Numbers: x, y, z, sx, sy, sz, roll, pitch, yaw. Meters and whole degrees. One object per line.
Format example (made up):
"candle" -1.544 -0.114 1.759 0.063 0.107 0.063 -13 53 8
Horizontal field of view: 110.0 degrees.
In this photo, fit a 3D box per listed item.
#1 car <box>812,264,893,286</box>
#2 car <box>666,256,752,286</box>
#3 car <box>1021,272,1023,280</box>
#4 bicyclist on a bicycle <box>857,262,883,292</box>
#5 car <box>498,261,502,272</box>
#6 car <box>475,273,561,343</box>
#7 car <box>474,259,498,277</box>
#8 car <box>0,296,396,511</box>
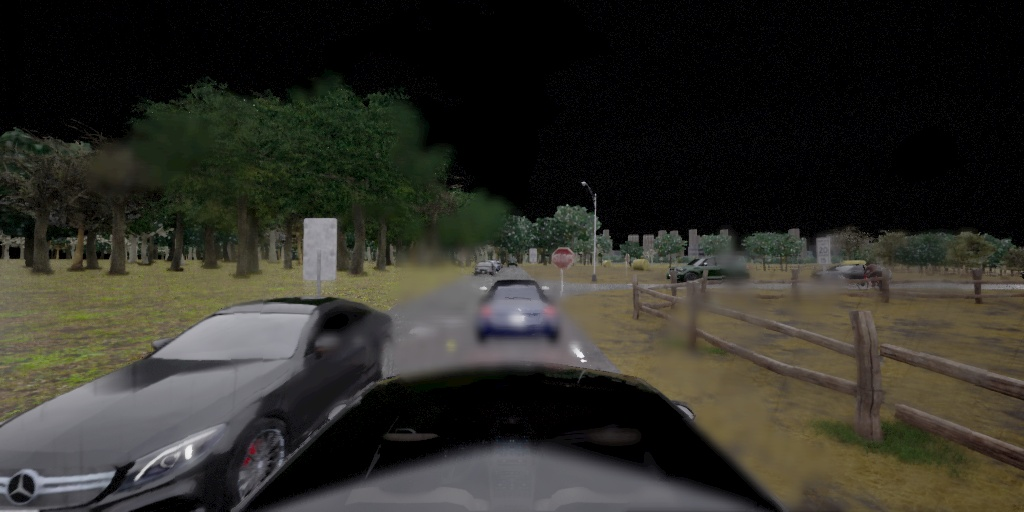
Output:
"car" 24.463 1.364 25.854 4.892 1.490 1.837 0 -2 -1
"car" 14.126 1.067 25.819 5.566 2.045 2.150 0 -2 -1
"car" 40.656 1.109 25.858 5.566 2.045 2.150 1 -2 0
"bicyclist on a bicycle" 19.931 1.169 19.864 0.582 1.620 1.656 0 0 0
"car" -2.790 1.248 48.303 2.097 1.767 4.553 0 0 0
"car" 0.114 1.322 9.663 1.994 1.385 4.181 0 0 -1
"car" -2.805 1.336 37.361 1.837 1.490 4.892 0 -1 0
"car" -2.858 1.278 4.394 1.812 1.442 4.674 0 0 0
